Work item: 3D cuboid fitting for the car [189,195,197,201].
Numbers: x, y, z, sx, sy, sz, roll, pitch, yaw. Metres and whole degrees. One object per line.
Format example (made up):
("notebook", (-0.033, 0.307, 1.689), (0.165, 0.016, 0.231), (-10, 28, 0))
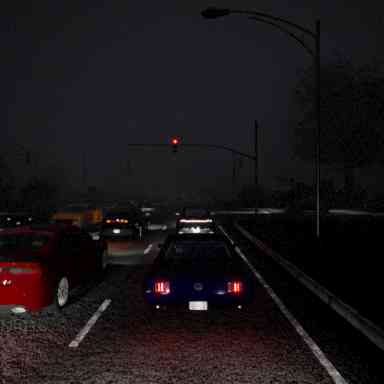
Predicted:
("car", (0.225, 1.500, 84.631), (1.837, 1.490, 4.892), (0, 0, 0))

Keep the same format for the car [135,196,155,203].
("car", (-6.734, 1.601, 47.816), (1.895, 1.301, 4.718), (0, 0, -3))

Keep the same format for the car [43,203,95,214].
("car", (-7.047, 1.477, 20.672), (1.882, 1.535, 5.008), (0, 0, 0))

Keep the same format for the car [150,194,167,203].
("car", (-6.836, 1.547, 68.002), (2.033, 1.411, 5.357), (0, 0, 0))

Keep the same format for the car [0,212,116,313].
("car", (-3.381, 1.478, 7.768), (1.882, 1.535, 5.008), (0, 0, 0))

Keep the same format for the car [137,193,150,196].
("car", (-10.321, 1.221, 68.531), (2.150, 2.045, 5.566), (0, 0, 0))

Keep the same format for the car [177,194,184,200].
("car", (-3.207, 1.328, 95.035), (1.882, 1.535, 5.008), (0, 0, 1))

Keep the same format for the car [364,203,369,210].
("car", (22.860, 1.484, 39.100), (4.902, 1.511, 2.128), (0, 0, 3))

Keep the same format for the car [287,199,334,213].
("car", (12.815, 1.491, 36.166), (4.902, 1.511, 2.128), (0, 0, 3))

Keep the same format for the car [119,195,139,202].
("car", (-10.452, 1.547, 53.376), (2.033, 1.411, 5.357), (0, 0, 0))

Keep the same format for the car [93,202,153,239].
("car", (-3.356, 1.505, 17.266), (1.837, 1.490, 4.892), (0, 0, 0))

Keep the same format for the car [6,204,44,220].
("car", (-10.541, 1.547, 22.874), (2.033, 1.411, 5.357), (0, 0, 0))

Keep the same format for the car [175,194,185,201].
("car", (-3.275, 1.532, 84.626), (2.033, 1.411, 5.357), (0, 0, 0))

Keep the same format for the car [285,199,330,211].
("car", (13.684, 1.526, 39.620), (4.674, 1.442, 1.812), (0, 0, 5))

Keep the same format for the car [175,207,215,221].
("car", (0.154, 1.491, 17.003), (2.128, 1.511, 4.902), (0, 0, -1))

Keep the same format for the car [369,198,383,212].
("car", (22.235, 1.470, 35.629), (5.008, 1.535, 1.882), (0, 0, 3))

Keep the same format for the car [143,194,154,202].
("car", (-10.292, 1.355, 79.502), (2.097, 1.767, 4.553), (0, 0, 0))

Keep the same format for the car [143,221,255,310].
("car", (0.120, 1.601, 7.741), (1.895, 1.301, 4.718), (0, 0, 0))
